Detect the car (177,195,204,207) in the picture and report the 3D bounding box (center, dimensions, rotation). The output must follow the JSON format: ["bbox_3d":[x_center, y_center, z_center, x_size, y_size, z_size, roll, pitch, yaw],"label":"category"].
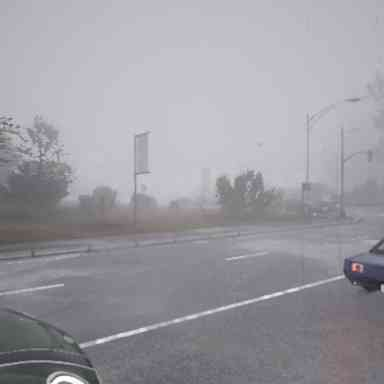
[{"bbox_3d":[-0.759,1.445,50.955,1.837,1.490,4.892,0,0,-39],"label":"car"}]

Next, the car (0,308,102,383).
[{"bbox_3d":[-2.755,1.345,1.759,4.553,1.767,2.097,0,0,-36],"label":"car"}]

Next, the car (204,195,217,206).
[{"bbox_3d":[2.118,1.280,52.962,2.097,1.767,4.553,0,0,-39],"label":"car"}]

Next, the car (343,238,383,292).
[{"bbox_3d":[5.650,1.611,7.759,4.718,1.301,1.895,0,0,-36],"label":"car"}]

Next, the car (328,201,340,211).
[{"bbox_3d":[14.229,1.416,37.803,2.128,1.511,4.902,0,0,-39],"label":"car"}]

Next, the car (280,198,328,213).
[{"bbox_3d":[11.508,1.442,35.570,1.837,1.490,4.892,0,0,-38],"label":"car"}]
